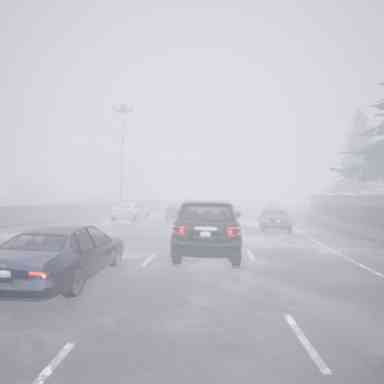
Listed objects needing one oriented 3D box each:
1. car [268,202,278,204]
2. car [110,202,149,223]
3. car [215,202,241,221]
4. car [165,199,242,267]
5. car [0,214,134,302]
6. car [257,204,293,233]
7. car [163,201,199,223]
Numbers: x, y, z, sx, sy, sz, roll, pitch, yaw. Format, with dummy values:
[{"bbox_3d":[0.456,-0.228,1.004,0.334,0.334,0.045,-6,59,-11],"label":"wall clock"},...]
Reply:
[{"bbox_3d":[10.074,1.943,41.305,1.994,1.385,4.181,1,0,18],"label":"car"},{"bbox_3d":[-4.696,1.516,25.417,1.812,1.442,4.674,1,0,10],"label":"car"},{"bbox_3d":[3.332,1.712,29.934,1.812,1.442,4.674,1,0,12],"label":"car"},{"bbox_3d":[0.570,1.279,11.927,2.150,2.045,5.566,1,0,4],"label":"car"},{"bbox_3d":[-3.197,1.508,8.378,2.033,1.411,5.357,1,0,3],"label":"car"},{"bbox_3d":[5.277,1.745,21.422,2.033,1.411,5.357,1,0,9],"label":"car"},{"bbox_3d":[-0.803,1.561,27.215,1.882,1.535,5.008,1,0,11],"label":"car"}]
